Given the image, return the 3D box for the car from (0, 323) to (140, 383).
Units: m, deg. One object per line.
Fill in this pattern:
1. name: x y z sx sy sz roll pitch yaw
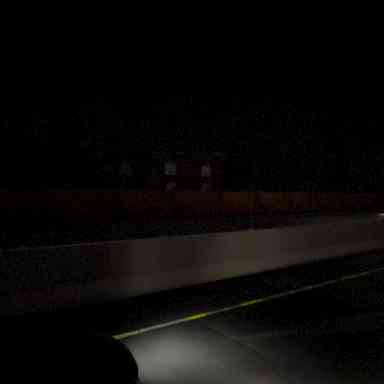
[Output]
1. car: -2.539 1.516 1.936 4.674 1.442 1.812 1 0 -36
